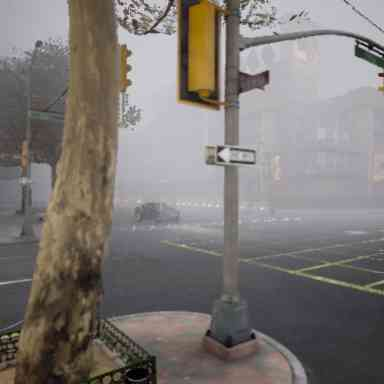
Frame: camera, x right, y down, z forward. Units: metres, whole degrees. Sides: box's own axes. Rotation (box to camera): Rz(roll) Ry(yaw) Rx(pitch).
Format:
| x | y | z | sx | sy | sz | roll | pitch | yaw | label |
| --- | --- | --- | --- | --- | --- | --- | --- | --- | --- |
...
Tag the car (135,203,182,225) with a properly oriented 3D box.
| x | y | z | sx | sy | sz | roll | pitch | yaw | label |
| --- | --- | --- | --- | --- | --- | --- | --- | --- | --- |
| -2.681 | 1.599 | 25.723 | 2.128 | 1.511 | 4.902 | 1 | 0 | -36 | car |
